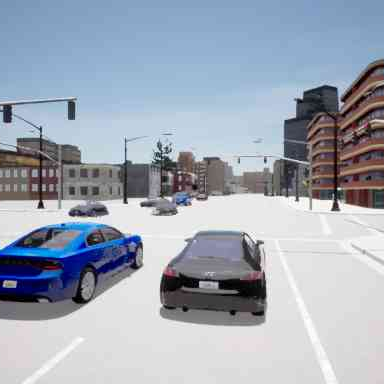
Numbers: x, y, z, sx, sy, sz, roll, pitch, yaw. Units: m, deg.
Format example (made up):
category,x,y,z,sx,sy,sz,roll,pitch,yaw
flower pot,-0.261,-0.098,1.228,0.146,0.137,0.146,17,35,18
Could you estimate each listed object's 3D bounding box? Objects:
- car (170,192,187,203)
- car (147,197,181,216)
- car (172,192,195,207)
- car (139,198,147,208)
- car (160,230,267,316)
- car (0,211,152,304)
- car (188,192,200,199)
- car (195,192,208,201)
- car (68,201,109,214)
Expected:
category,x,y,z,sx,sy,sz,roll,pitch,yaw
car,-2.503,0.984,62.102,2.097,1.767,4.553,0,1,11
car,-2.805,1.468,31.926,1.837,1.490,4.892,-2,0,-15
car,-1.500,1.057,49.096,2.150,2.045,5.566,0,0,11
car,-5.668,1.484,46.056,1.895,1.301,4.718,0,1,12
car,0.690,1.564,7.665,1.994,1.385,4.181,0,0,12
car,-2.747,1.478,8.312,1.882,1.535,5.008,0,0,11
car,0.539,0.814,77.455,1.882,1.535,5.008,0,1,11
car,2.110,1.075,67.227,2.033,1.411,5.357,0,1,11
car,-9.158,1.530,29.669,1.994,1.385,4.181,0,0,14
